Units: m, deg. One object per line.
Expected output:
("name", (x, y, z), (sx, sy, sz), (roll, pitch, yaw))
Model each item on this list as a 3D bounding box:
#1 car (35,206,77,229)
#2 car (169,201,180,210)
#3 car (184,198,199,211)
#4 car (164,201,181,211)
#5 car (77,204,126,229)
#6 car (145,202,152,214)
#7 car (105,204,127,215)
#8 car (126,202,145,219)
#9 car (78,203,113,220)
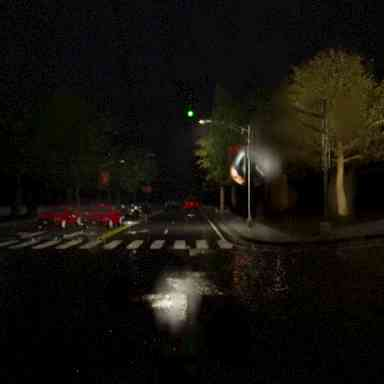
("car", (-9.765, 1.797, 24.592), (1.882, 1.535, 5.008), (0, -1, 0))
("car", (-3.289, 2.548, 64.026), (1.837, 1.490, 4.892), (0, -1, 0))
("car", (-0.033, 2.058, 53.645), (2.150, 2.045, 5.566), (0, -1, 0))
("car", (-3.283, 2.196, 53.972), (2.097, 1.767, 4.553), (0, -1, 0))
("car", (-6.515, 1.797, 24.595), (1.882, 1.535, 5.008), (0, -1, 0))
("car", (-6.527, 2.176, 44.762), (1.837, 1.490, 4.892), (0, -1, 0))
("car", (-9.776, 2.243, 43.130), (1.895, 1.301, 4.718), (0, -1, 0))
("car", (-6.528, 2.033, 34.517), (2.033, 1.411, 5.357), (0, -1, 0))
("car", (-9.781, 1.970, 34.097), (2.128, 1.511, 4.902), (0, -1, 0))
